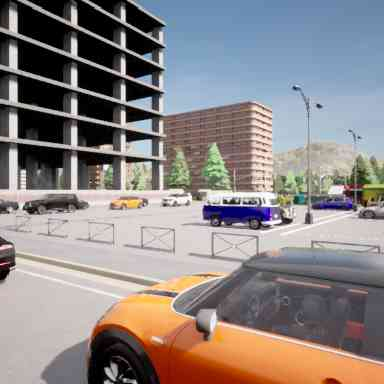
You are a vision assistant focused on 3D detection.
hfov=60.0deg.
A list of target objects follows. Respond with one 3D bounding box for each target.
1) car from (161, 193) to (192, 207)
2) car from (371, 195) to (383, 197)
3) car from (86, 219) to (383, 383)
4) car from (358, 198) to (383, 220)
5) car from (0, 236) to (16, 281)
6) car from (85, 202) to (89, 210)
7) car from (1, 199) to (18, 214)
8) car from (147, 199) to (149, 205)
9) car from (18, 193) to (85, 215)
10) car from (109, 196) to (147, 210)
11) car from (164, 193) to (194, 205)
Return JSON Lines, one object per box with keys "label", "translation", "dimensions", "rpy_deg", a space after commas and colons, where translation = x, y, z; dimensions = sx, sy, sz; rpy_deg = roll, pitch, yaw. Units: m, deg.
{"label": "car", "translation": [-2.297, 1.166, 50.921], "dimensions": [2.150, 2.045, 5.566], "rpy_deg": [0, 0, 35]}
{"label": "car", "translation": [17.819, 1.153, 29.367], "dimensions": [4.605, 1.855, 1.932], "rpy_deg": [0, 0, 36]}
{"label": "car", "translation": [1.036, 1.352, 3.250], "dimensions": [4.553, 1.767, 2.097], "rpy_deg": [0, 0, 35]}
{"label": "car", "translation": [14.613, 1.395, 24.802], "dimensions": [3.806, 1.475, 1.970], "rpy_deg": [0, 0, 36]}
{"label": "car", "translation": [-6.477, 1.492, 8.564], "dimensions": [4.902, 1.511, 2.128], "rpy_deg": [0, 0, 35]}
{"label": "car", "translation": [-14.414, 1.508, 39.852], "dimensions": [1.994, 1.385, 4.181], "rpy_deg": [0, 0, 35]}
{"label": "car", "translation": [-19.556, 1.436, 32.578], "dimensions": [2.128, 1.511, 4.902], "rpy_deg": [0, 0, 36]}
{"label": "car", "translation": [-8.390, 1.436, 48.379], "dimensions": [2.128, 1.511, 4.902], "rpy_deg": [0, 0, 35]}
{"label": "car", "translation": [-14.250, 1.166, 34.009], "dimensions": [2.150, 2.045, 5.566], "rpy_deg": [0, 0, 35]}
{"label": "car", "translation": [-8.373, 1.297, 42.337], "dimensions": [2.097, 1.767, 4.553], "rpy_deg": [0, 0, 35]}
{"label": "car", "translation": [-2.185, 1.166, 57.103], "dimensions": [2.150, 2.045, 5.566], "rpy_deg": [0, 0, 36]}
